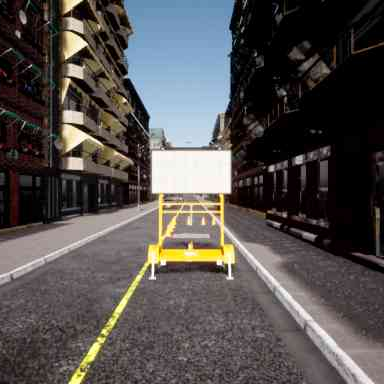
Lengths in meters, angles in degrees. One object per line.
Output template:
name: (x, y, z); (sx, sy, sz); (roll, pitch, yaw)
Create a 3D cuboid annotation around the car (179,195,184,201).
car: (-2.941, 1.619, 87.776); (1.812, 1.442, 4.674); (0, 0, 0)

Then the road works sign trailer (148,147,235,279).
road works sign trailer: (-0.021, 0.467, 9.993); (2.380, 3.560, 2.880); (0, 0, 0)

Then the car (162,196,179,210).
car: (-2.942, 1.551, 42.697); (1.812, 1.442, 4.674); (0, 0, 0)
